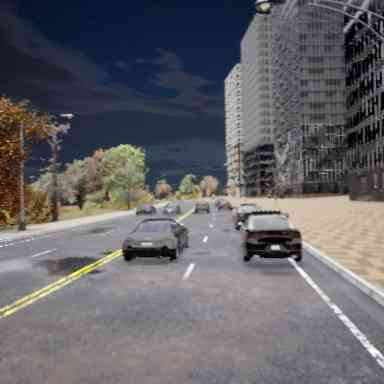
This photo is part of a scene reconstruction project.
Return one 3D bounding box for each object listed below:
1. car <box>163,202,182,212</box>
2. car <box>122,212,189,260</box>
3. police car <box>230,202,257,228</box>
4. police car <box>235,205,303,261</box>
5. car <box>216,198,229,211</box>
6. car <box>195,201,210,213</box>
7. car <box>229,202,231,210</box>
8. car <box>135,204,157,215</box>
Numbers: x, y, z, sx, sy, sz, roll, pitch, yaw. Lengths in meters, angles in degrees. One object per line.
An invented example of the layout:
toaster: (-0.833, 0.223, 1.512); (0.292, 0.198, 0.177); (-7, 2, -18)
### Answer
car: (-2.352, 1.992, 39.876); (2.128, 1.511, 4.902); (-1, -1, 4)
car: (-1.297, 1.739, 13.207); (1.994, 1.385, 4.181); (-1, -1, 6)
police car: (3.846, 1.586, 22.691); (1.930, 1.638, 5.238); (-1, -1, 5)
police car: (2.812, 1.499, 12.651); (1.930, 1.638, 5.238); (-1, -1, 6)
car: (4.873, 1.989, 49.719); (1.812, 1.442, 4.674); (-1, -1, 3)
car: (1.359, 1.958, 43.872); (2.128, 1.511, 4.902); (-1, -1, 3)
car: (4.398, 1.673, 28.802); (1.801, 1.575, 5.366); (-1, -1, 5)
car: (-5.561, 2.145, 40.587); (1.994, 1.385, 4.181); (-1, -1, 4)
